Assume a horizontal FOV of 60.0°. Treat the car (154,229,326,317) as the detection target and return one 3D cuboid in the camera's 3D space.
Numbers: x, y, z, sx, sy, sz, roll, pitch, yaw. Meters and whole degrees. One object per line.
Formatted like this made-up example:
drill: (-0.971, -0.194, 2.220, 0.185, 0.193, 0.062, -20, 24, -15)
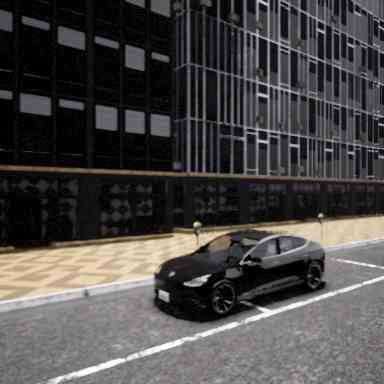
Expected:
car: (1.251, 1.563, 7.468, 4.313, 1.339, 1.947, 0, 0, -36)
